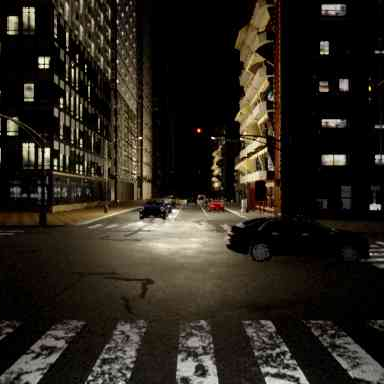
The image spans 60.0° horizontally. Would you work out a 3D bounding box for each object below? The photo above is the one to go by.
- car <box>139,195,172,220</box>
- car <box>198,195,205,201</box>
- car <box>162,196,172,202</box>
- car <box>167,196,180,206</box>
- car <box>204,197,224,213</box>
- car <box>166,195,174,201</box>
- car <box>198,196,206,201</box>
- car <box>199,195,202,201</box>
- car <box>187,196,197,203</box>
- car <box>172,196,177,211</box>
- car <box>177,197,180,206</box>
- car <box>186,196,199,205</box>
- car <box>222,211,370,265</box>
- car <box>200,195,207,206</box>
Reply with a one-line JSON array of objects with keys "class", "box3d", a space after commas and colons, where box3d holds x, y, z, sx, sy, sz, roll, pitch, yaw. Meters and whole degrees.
[{"class": "car", "box3d": [-3.142, 1.357, 28.148, 2.097, 1.767, 4.553, 0, 0, 0]}, {"class": "car", "box3d": [2.537, 1.491, 89.698, 1.967, 1.590, 4.097, 0, 0, 0]}, {"class": "car", "box3d": [-5.823, 1.589, 78.386, 2.008, 1.369, 4.403, 0, 0, 0]}, {"class": "car", "box3d": [-3.097, 1.498, 56.726, 1.882, 1.535, 5.008, 0, 0, 0]}, {"class": "car", "box3d": [2.679, 1.591, 37.241, 1.802, 1.307, 4.206, 0, 0, 0]}, {"class": "car", "box3d": [-5.843, 1.596, 89.683, 1.887, 1.381, 4.507, 0, 0, 0]}, {"class": "car", "box3d": [2.547, 1.626, 84.049, 1.802, 1.307, 4.206, 0, 0, 0]}, {"class": "car", "box3d": [2.597, 1.571, 55.806, 2.008, 1.369, 4.403, 0, 0, 0]}, {"class": "car", "box3d": [-0.033, 1.594, 70.302, 1.994, 1.385, 4.181, 0, 0, 0]}, {"class": "car", "box3d": [-3.158, 1.501, 37.196, 2.128, 1.511, 4.902, 0, 0, 0]}, {"class": "car", "box3d": [-3.153, 1.615, 46.454, 1.895, 1.301, 4.718, 0, 0, 0]}, {"class": "car", "box3d": [-0.001, 1.528, 59.239, 1.837, 1.490, 4.892, 0, 0, 0]}, {"class": "car", "box3d": [3.614, 1.596, 11.659, 4.892, 1.490, 1.837, 1, 0, -1]}, {"class": "car", "box3d": [2.606, 1.567, 50.158, 2.008, 1.369, 4.403, 0, 0, 0]}]
